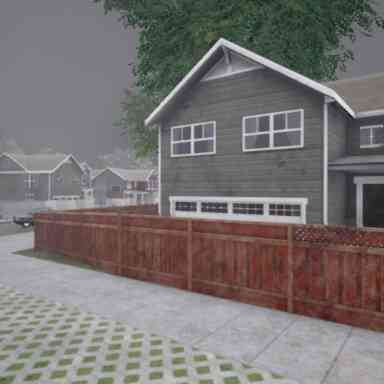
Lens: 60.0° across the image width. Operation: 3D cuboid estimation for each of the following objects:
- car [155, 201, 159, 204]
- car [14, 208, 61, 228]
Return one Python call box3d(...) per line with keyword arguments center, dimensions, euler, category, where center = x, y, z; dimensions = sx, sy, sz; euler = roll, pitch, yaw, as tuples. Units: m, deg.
box3d(center=(-3.785, 1.915, 44.356), dimensions=(2.033, 1.411, 5.357), euler=(0, 0, 15), category="car")
box3d(center=(-9.697, 1.753, 22.885), dimensions=(1.895, 1.301, 4.718), euler=(0, -1, 15), category="car")
